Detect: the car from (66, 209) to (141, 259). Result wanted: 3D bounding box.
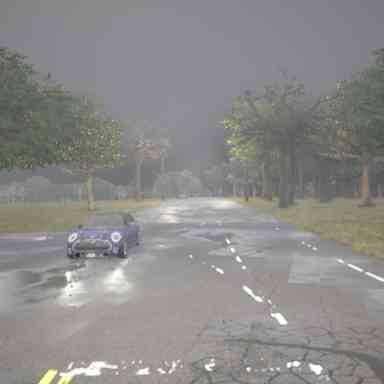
[{"bbox_3d":[-3.487,1.636,13.863,2.097,1.767,4.553,-1,0,1],"label":"car"}]

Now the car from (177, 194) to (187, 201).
[{"bbox_3d":[-2.106,1.160,72.779,2.033,1.411,5.357,-1,0,3],"label":"car"}]
